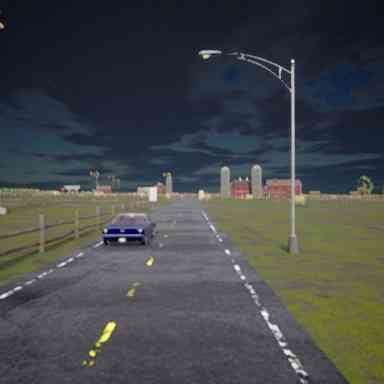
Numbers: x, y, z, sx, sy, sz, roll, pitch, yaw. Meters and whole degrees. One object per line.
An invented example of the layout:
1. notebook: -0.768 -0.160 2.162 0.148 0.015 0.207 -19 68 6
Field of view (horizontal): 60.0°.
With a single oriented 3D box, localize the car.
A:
1. car: -2.854 1.683 15.854 1.895 1.301 4.718 0 0 0
